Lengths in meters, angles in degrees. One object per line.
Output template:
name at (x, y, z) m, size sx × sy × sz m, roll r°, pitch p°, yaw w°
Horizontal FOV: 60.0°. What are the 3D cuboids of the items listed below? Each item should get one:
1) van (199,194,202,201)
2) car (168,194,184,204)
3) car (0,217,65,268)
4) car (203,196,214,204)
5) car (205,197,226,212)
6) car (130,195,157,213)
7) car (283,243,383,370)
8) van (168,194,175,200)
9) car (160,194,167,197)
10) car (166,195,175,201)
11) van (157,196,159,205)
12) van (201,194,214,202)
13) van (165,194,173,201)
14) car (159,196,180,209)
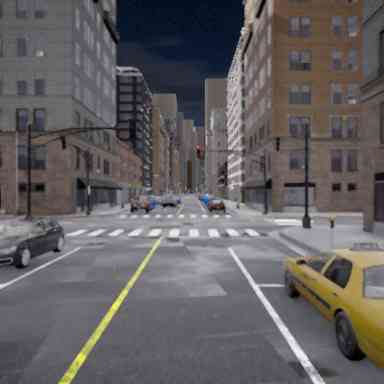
van at (2.844, 1.357, 65.362) m, size 1.690 × 1.788 × 3.998 m, roll 0°, pitch 0°, yaw 0°
car at (-3.033, 1.492, 62.722) m, size 1.882 × 1.535 × 5.008 m, roll 0°, pitch 0°, yaw 0°
car at (-5.671, 1.550, 11.080) m, size 2.008 × 1.369 × 4.403 m, roll 0°, pitch 0°, yaw 0°
car at (2.849, 1.574, 43.356) m, size 1.947 × 1.339 × 4.313 m, roll 0°, pitch 0°, yaw 0°
car at (2.850, 1.551, 37.855) m, size 1.887 × 1.381 × 4.507 m, roll 0°, pitch 0°, yaw 0°
car at (-5.677, 1.320, 37.854) m, size 2.192 × 1.841 × 5.009 m, roll 0°, pitch 0°, yaw 0°
car at (2.855, 1.525, 5.726) m, size 1.752 × 1.417 × 4.829 m, roll 0°, pitch 0°, yaw 0°
van at (-5.686, 1.367, 92.867) m, size 1.690 × 1.788 × 3.998 m, roll 0°, pitch 0°, yaw 0°
car at (-5.679, 1.451, 54.358) m, size 1.967 × 1.590 × 4.097 m, roll 0°, pitch 0°, yaw 0°
car at (-5.685, 1.574, 87.366) m, size 2.008 × 1.369 × 4.403 m, roll 0°, pitch 0°, yaw 0°
van at (-5.678, 1.348, 43.355) m, size 1.690 × 1.788 × 3.998 m, roll 0°, pitch 0°, yaw 0°
van at (2.846, 1.353, 54.359) m, size 1.690 × 1.788 × 3.998 m, roll 0°, pitch 0°, yaw 0°
van at (-5.684, 1.362, 81.866) m, size 1.690 × 1.788 × 3.998 m, roll 0°, pitch 0°, yaw 0°
car at (-3.092, 1.609, 46.448) m, size 1.895 × 1.301 × 4.718 m, roll 0°, pitch 0°, yaw 0°
